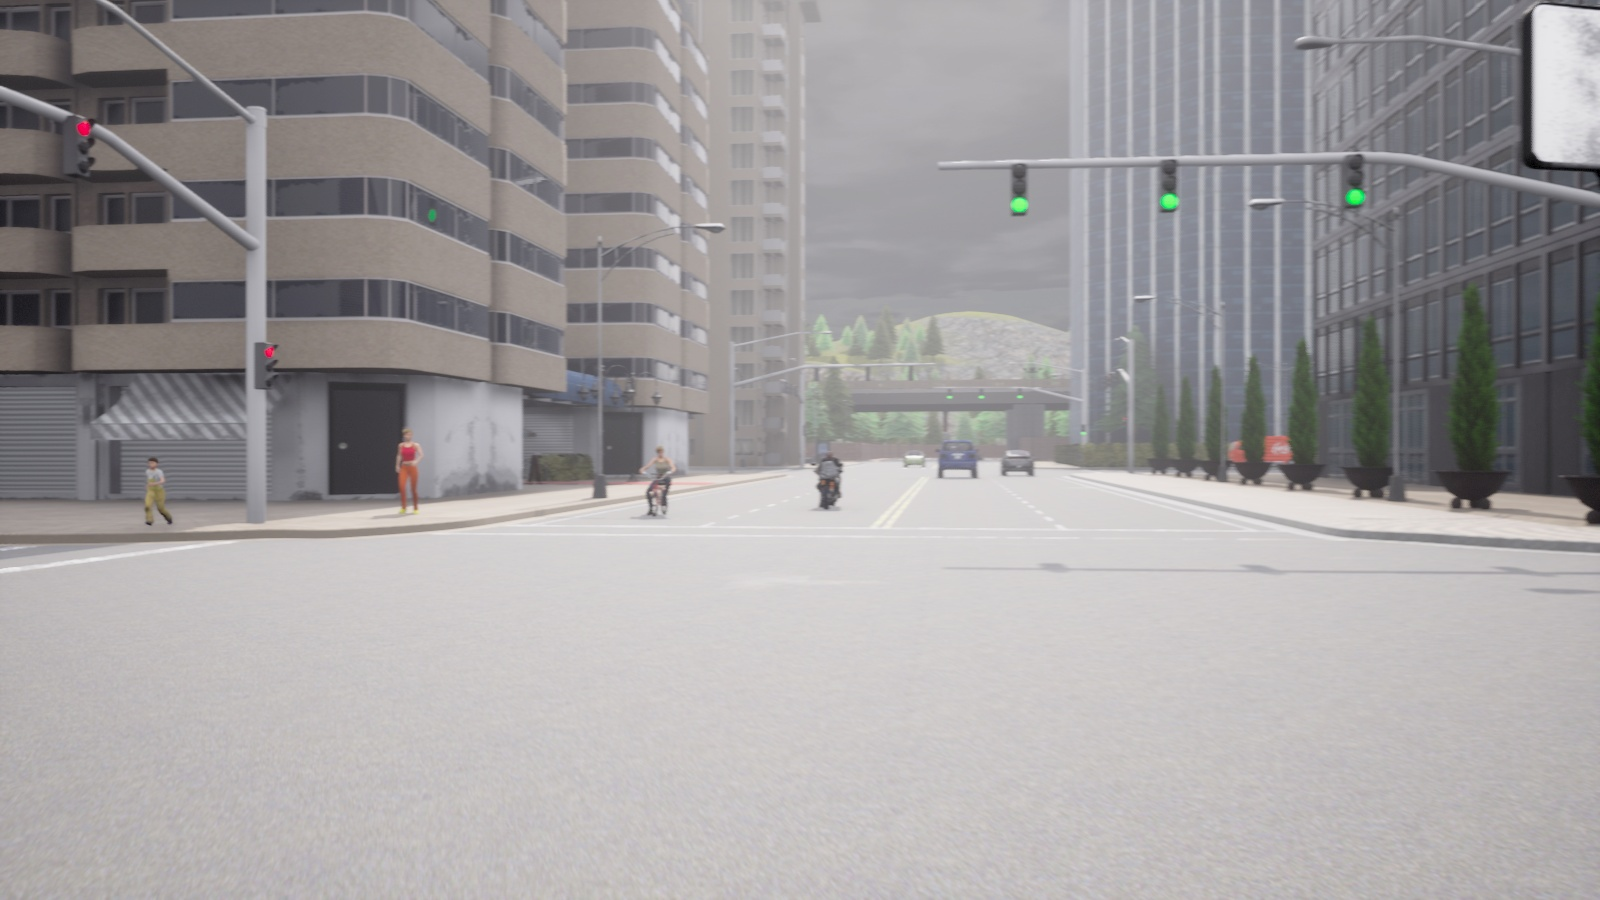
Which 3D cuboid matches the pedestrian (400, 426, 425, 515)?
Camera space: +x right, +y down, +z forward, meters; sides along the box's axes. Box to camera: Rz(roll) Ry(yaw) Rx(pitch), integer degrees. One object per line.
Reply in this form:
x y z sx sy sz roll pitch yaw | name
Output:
-8.108 0.420 26.261 0.345 1.836 0.594 0 0 -1 | pedestrian

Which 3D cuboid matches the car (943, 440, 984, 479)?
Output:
8.954 0.509 69.269 2.150 2.045 5.566 0 0 6 | car

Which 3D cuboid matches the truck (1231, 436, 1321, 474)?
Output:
32.190 0.328 85.004 5.204 2.467 2.627 0 0 6 | truck

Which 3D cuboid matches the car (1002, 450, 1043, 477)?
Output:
13.074 0.751 73.900 2.128 1.511 4.902 0 0 7 | car

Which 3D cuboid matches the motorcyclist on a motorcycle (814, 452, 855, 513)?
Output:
0.904 0.806 32.584 0.866 1.530 2.191 0 0 7 | motorcyclist on a motorcycle

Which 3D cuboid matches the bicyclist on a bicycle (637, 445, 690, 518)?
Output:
-3.099 0.703 28.686 0.866 1.612 1.509 0 0 7 | bicyclist on a bicycle

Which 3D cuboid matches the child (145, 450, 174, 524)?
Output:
-11.011 0.635 21.583 0.270 1.263 0.437 0 0 0 | child
